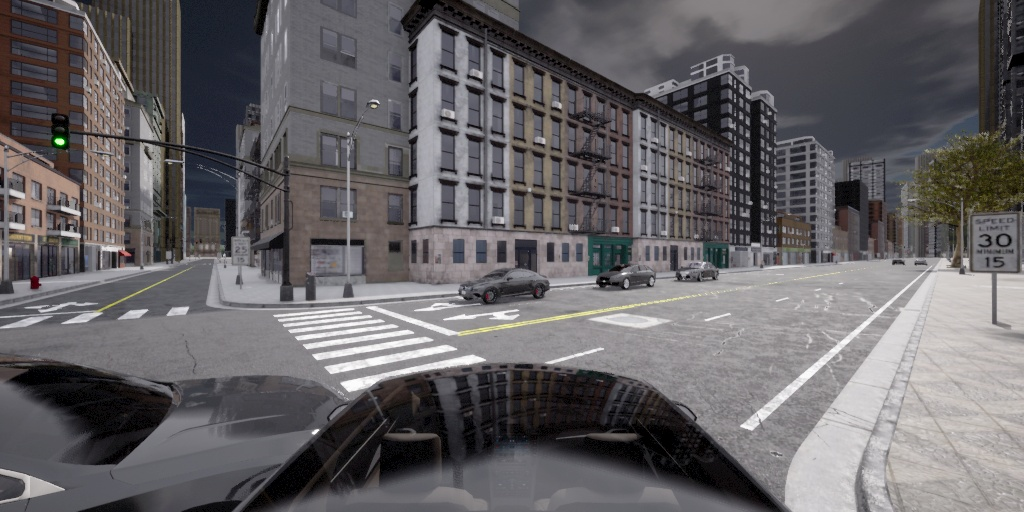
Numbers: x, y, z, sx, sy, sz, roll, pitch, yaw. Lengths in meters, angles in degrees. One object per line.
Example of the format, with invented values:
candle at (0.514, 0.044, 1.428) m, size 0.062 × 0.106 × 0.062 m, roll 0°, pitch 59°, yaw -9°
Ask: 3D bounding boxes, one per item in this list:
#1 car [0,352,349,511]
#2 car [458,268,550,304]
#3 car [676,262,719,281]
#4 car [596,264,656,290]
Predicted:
car at (-3.244, 1.257, 1.600) m, size 4.892 × 1.490 × 1.837 m, roll 0°, pitch 0°, yaw -35°
car at (-0.250, 1.285, 16.610) m, size 4.674 × 1.442 × 1.812 m, roll 0°, pitch 0°, yaw -40°
car at (15.290, 1.232, 29.503) m, size 4.902 × 1.511 × 2.128 m, roll 0°, pitch 0°, yaw -40°
car at (7.362, 1.255, 22.932) m, size 4.892 × 1.490 × 1.837 m, roll 0°, pitch 0°, yaw -40°
